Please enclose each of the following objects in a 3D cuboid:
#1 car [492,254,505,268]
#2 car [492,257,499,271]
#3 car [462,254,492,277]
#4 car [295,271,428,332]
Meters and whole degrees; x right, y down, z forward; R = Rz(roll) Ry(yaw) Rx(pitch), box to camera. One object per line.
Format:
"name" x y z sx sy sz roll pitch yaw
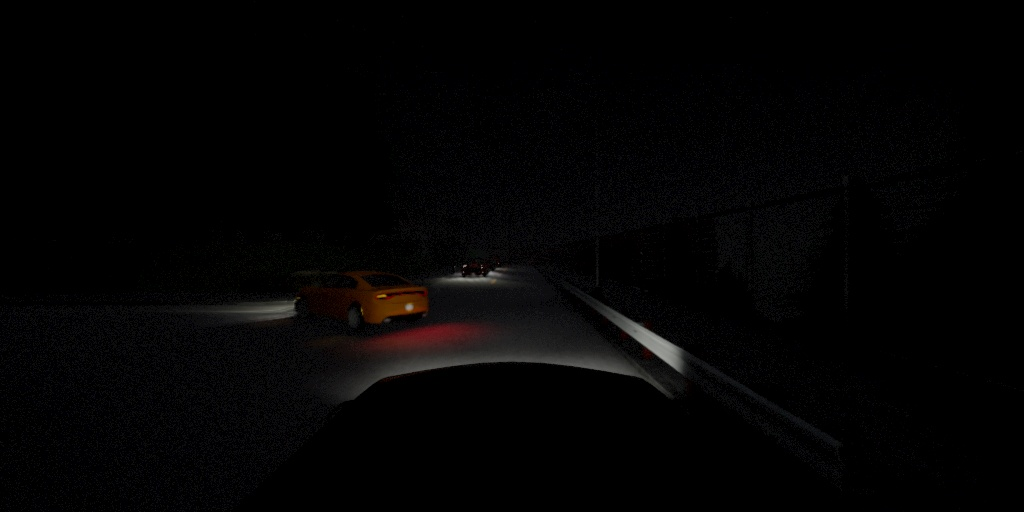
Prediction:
"car" -2.719 0.654 53.996 2.150 2.045 5.566 0 0 1
"car" -3.039 1.103 43.451 1.895 1.301 4.718 0 0 2
"car" -3.305 0.920 33.176 2.097 1.767 4.553 0 0 1
"car" -4.678 1.195 10.921 5.008 1.535 1.882 0 -1 37
